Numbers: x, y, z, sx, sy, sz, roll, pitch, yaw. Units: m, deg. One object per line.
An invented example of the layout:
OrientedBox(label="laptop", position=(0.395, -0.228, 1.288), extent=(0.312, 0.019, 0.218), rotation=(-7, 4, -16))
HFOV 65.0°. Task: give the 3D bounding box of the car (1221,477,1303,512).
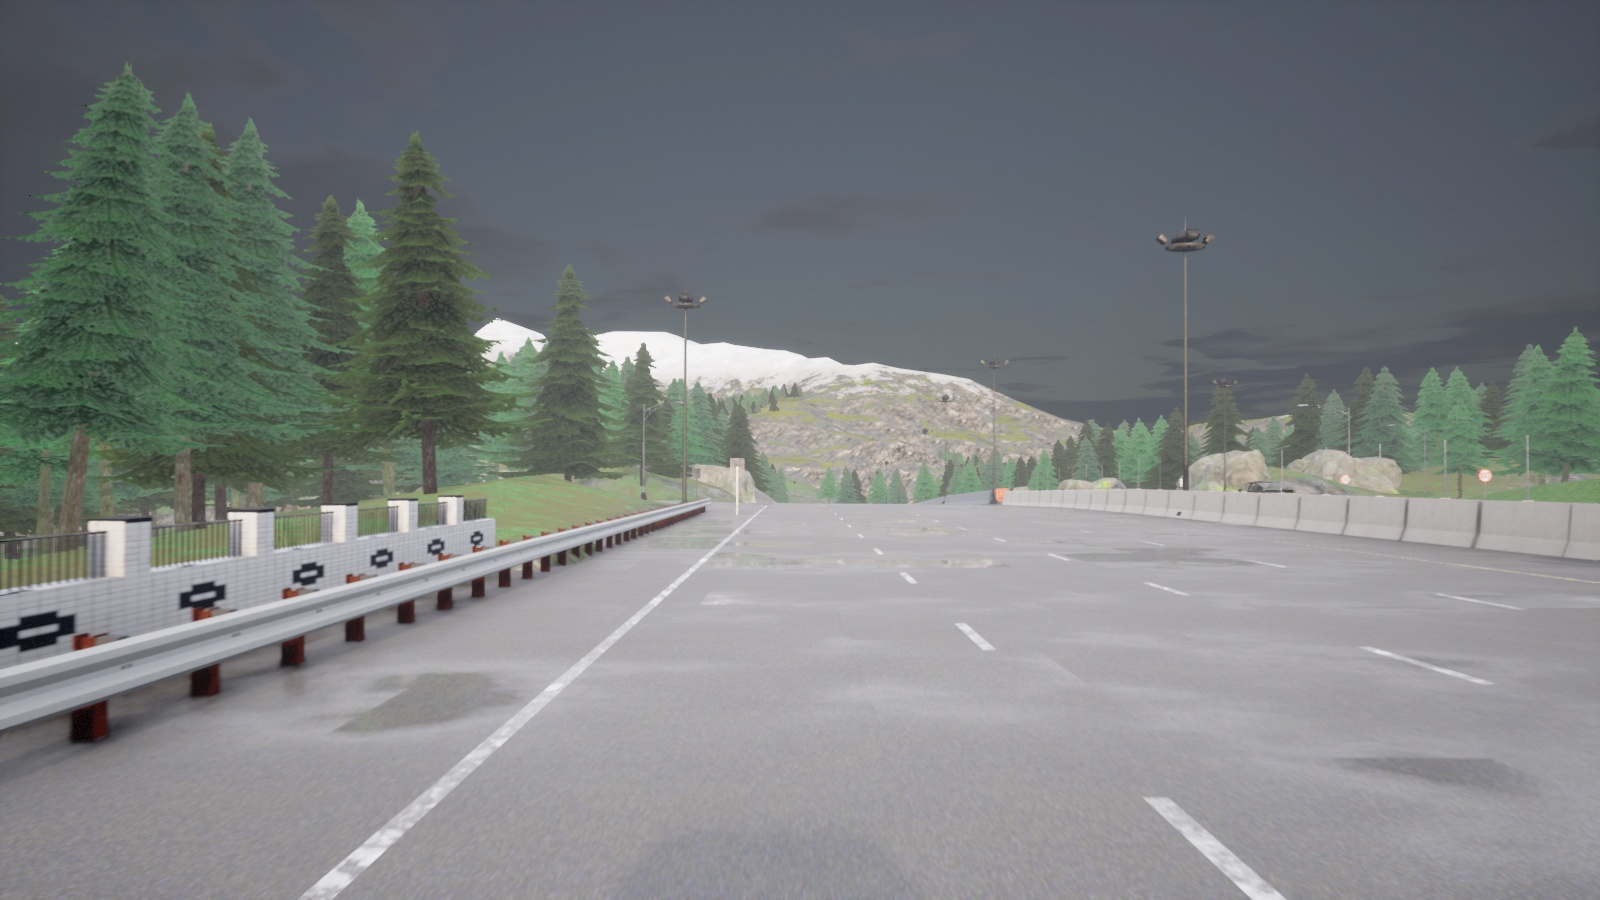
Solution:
OrientedBox(label="car", position=(20.863, 1.984, 56.923), extent=(2.007, 1.525, 4.514), rotation=(0, -1, 0))
